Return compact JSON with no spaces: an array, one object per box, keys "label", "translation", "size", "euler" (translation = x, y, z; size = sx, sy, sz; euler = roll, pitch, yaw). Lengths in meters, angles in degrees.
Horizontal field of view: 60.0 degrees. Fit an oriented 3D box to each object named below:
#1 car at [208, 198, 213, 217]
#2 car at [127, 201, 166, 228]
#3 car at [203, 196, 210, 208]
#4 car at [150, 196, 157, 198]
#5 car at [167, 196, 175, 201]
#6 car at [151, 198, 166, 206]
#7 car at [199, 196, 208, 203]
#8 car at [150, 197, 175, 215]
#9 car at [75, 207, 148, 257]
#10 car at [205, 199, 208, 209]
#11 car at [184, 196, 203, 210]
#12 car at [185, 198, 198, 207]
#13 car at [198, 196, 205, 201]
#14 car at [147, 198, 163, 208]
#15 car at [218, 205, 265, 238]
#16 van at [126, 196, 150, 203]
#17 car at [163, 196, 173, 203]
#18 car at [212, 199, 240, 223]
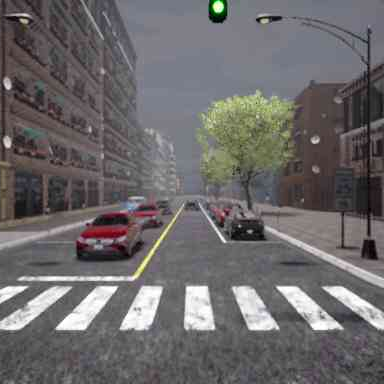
[{"label":"car","translation":[2.668,1.505,28.921],"size":[1.967,1.590,4.097],"euler":[0,0,0]},{"label":"car","translation":[-3.092,1.576,23.042],"size":[1.812,1.442,4.674],"euler":[0,0,0]},{"label":"car","translation":[2.656,1.664,46.011],"size":[2.008,1.369,4.403],"euler":[0,0,0]},{"label":"car","translation":[-5.725,1.428,46.008],"size":[2.192,1.841,5.009],"euler":[0,0,0]},{"label":"car","translation":[-5.757,1.851,91.581],"size":[1.947,1.339,4.313],"euler":[0,0,0]},{"label":"car","translation":[-5.732,1.702,57.400],"size":[2.008,1.369,4.403],"euler":[0,0,0]},{"label":"car","translation":[2.632,1.788,80.192],"size":[2.008,1.369,4.403],"euler":[0,0,0]},{"label":"car","translation":[-3.109,1.585,35.667],"size":[1.837,1.490,4.892],"euler":[0,0,-1]},{"label":"car","translation":[-3.080,1.553,13.220],"size":[1.812,1.442,4.674],"euler":[0,0,0]},{"label":"car","translation":[2.664,1.662,34.618],"size":[1.802,1.307,4.206],"euler":[0,0,0]},{"label":"car","translation":[-0.031,1.599,44.291],"size":[2.128,1.511,4.902],"euler":[0,0,0]},{"label":"car","translation":[-0.038,1.706,54.715],"size":[1.994,1.385,4.181],"euler":[0,0,0]},{"label":"car","translation":[2.624,1.830,91.584],"size":[1.887,1.381,4.507],"euler":[0,0,0]},{"label":"car","translation":[-5.728,1.697,51.704],"size":[1.947,1.339,4.313],"euler":[0,0,0]},{"label":"car","translation":[2.676,1.588,17.527],"size":[2.008,1.369,4.403],"euler":[0,0,0]},{"label":"van","translation":[-5.717,1.420,34.614],"size":[1.690,1.788,3.998],"euler":[0,0,0]},{"label":"car","translation":[-5.748,1.782,80.189],"size":[1.887,1.381,4.507],"euler":[0,0,0]},{"label":"car","translation":[2.672,1.491,23.225],"size":[1.967,1.590,4.097],"euler":[0,0,0]}]
